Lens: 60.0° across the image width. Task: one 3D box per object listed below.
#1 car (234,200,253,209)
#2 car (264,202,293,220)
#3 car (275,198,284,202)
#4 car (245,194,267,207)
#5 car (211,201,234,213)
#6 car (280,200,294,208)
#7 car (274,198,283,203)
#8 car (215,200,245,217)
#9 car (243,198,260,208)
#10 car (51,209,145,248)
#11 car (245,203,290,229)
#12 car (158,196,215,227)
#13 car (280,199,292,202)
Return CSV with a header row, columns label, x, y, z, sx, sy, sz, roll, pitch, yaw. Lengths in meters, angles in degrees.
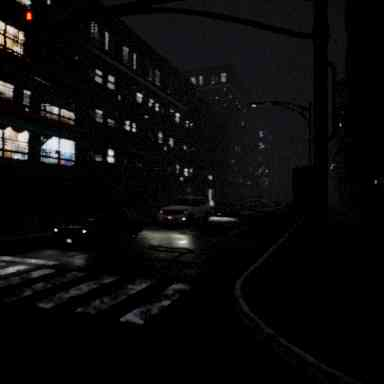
label,x,y,z,sx,sy,sz,roll,pitch,yaw
car,8.169,1.934,52.206,1.947,1.339,4.313,1,0,22
car,7.338,1.754,28.036,1.802,1.307,4.206,1,0,22
car,12.484,1.901,47.477,1.994,1.385,4.181,0,0,22
car,9.503,1.283,48.392,2.150,2.045,5.566,0,0,22
car,3.881,1.859,41.726,1.802,1.307,4.206,1,0,22
car,16.245,2.019,56.689,1.895,1.301,4.718,0,-1,22
car,23.176,2.240,88.886,1.887,1.381,4.507,1,0,22
car,3.598,1.763,34.210,2.033,1.411,5.357,0,-1,22
car,10.315,1.854,57.446,1.967,1.590,4.097,1,0,22
car,-4.118,1.653,15.328,1.895,1.301,4.718,0,0,22
car,5.261,1.671,22.770,1.887,1.381,4.507,1,0,22
car,-0.410,1.352,24.424,2.150,2.045,5.566,0,-1,22
car,11.623,1.808,38.515,1.887,1.381,4.507,1,0,22
